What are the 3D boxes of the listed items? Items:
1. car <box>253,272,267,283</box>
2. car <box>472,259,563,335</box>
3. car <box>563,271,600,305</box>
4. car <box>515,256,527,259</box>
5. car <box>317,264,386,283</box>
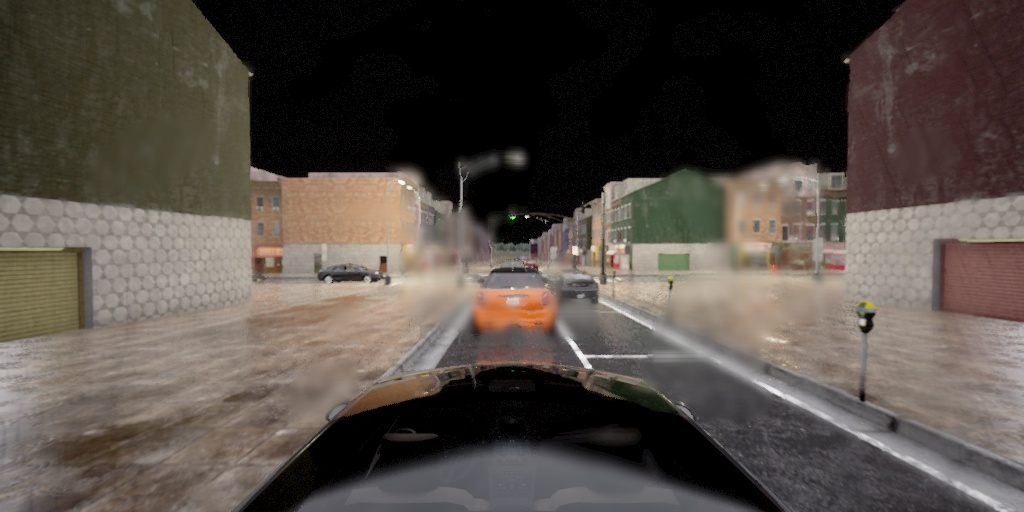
[{"bbox_3d":[-22.093,1.462,27.586,5.357,1.411,2.033,-1,1,-1],"label":"car"},{"bbox_3d":[0.072,1.093,10.574,2.097,1.767,4.553,0,0,0],"label":"car"},{"bbox_3d":[2.631,1.286,15.642,2.007,1.370,4.403,0,0,0],"label":"car"},{"bbox_3d":[0.053,1.088,25.836,2.097,1.767,4.553,0,0,0],"label":"car"},{"bbox_3d":[-12.250,1.345,27.561,4.892,1.490,1.837,0,1,-2],"label":"car"}]
